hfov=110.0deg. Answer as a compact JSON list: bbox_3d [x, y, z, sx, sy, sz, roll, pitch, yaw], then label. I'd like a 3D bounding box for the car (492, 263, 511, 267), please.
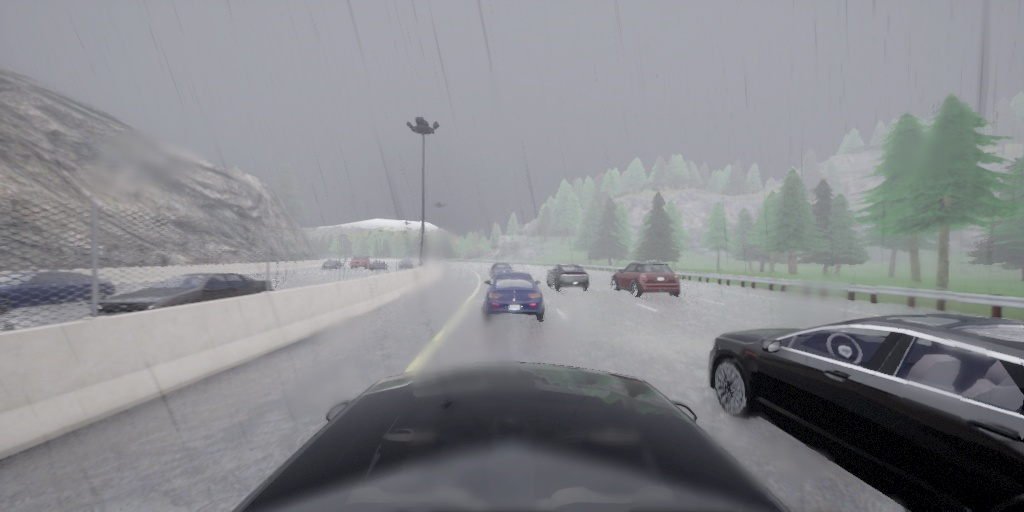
[{"bbox_3d":[-0.931,1.285,30.393,2.033,1.411,5.357,0,0,-6],"label":"car"}]

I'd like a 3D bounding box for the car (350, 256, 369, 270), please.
[{"bbox_3d":[-22.806,0.951,54.174,2.150,2.045,5.566,0,0,-13],"label":"car"}]

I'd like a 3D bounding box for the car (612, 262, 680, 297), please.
[{"bbox_3d":[6.844,1.094,18.841,2.097,1.767,4.553,0,0,-2],"label":"car"}]

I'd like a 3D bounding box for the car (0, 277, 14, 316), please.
[{"bbox_3d":[-14.136,1.312,7.322,1.994,1.385,4.181,0,0,0],"label":"car"}]

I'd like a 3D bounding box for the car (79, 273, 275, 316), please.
[{"bbox_3d":[-10.653,1.293,12.376,2.033,1.411,5.357,0,0,-1],"label":"car"}]

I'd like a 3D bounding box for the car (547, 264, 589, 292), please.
[{"bbox_3d":[3.230,1.233,21.412,2.128,1.511,4.902,0,0,-3],"label":"car"}]

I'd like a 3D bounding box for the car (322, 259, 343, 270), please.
[{"bbox_3d":[-25.848,1.222,51.804,2.128,1.511,4.902,0,0,-13],"label":"car"}]

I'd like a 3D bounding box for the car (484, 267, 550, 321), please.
[{"bbox_3d":[0.033,1.271,12.353,1.812,1.442,4.674,0,0,-1],"label":"car"}]

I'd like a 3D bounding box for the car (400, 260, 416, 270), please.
[{"bbox_3d":[-15.391,1.255,53.095,1.812,1.442,4.674,0,0,-12],"label":"car"}]

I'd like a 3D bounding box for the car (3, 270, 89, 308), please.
[{"bbox_3d":[-17.691,1.272,13.283,1.812,1.442,4.674,0,0,-1],"label":"car"}]

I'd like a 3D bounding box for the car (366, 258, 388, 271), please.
[{"bbox_3d":[-18.025,1.295,48.642,1.994,1.385,4.181,0,0,-11],"label":"car"}]

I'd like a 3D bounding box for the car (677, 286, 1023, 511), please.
[{"bbox_3d":[3.599,1.241,2.969,2.128,1.511,4.902,0,0,0],"label":"car"}]
